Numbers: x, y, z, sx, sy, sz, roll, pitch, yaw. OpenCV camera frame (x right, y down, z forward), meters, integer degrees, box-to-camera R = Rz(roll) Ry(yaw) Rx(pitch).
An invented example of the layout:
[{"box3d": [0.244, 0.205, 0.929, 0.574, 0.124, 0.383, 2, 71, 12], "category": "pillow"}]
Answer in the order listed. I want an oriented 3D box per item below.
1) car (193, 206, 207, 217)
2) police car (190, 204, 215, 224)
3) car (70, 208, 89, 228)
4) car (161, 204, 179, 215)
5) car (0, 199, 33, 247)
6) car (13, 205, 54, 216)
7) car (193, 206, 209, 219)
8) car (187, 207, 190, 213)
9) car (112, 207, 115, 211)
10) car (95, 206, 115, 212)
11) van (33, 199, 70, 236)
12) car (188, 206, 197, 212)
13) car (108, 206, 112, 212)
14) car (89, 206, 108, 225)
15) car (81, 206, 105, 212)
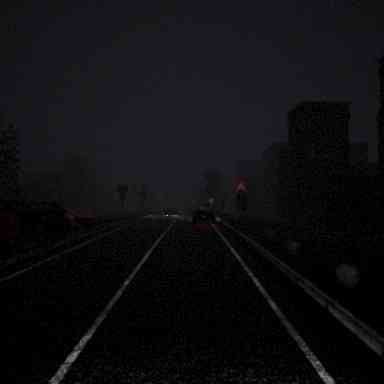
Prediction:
[{"box3d": [1.019, 2.582, 45.042, 1.812, 1.442, 4.674, 0, -3, 0], "category": "car"}, {"box3d": [0.983, 1.849, 29.149, 1.930, 1.638, 5.238, 0, -2, 0], "category": "police car"}, {"box3d": [-9.573, 1.569, 21.865, 4.553, 1.767, 2.185, 0, -2, 0], "category": "car"}, {"box3d": [-3.259, 2.907, 51.635, 1.994, 1.385, 4.181, 0, -3, 0], "category": "car"}, {"box3d": [-9.521, 1.258, 12.640, 5.566, 2.045, 2.435, 0, -1, 0], "category": "car"}, {"box3d": [-21.889, 2.588, 46.150, 4.674, 1.452, 2.002, 0, -2, 0], "category": "car"}, {"box3d": [1.002, 2.322, 39.042, 1.812, 1.442, 4.674, 0, -2, 0], "category": "car"}, {"box3d": [0.112, 3.476, 64.754, 1.994, 1.385, 4.181, 0, -2, 0], "category": "car"}, {"box3d": [-21.793, 4.025, 80.175, 5.008, 1.535, 2.097, 0, -2, 0], "category": "car"}, {"box3d": [-21.771, 4.202, 83.318, 4.674, 1.452, 2.002, 0, -2, 0], "category": "car"}, {"box3d": [-9.644, 1.401, 18.830, 4.442, 1.987, 1.878, 0, -1, 0], "category": "van"}, {"box3d": [0.164, 3.988, 79.758, 2.033, 1.411, 5.357, 0, -2, 0], "category": "car"}, {"box3d": [-21.795, 3.884, 76.904, 4.892, 1.521, 2.231, 0, -2, 0], "category": "car"}, {"box3d": [-9.370, 1.768, 24.780, 5.366, 1.575, 1.946, 0, -2, 0], "category": "car"}, {"box3d": [-21.812, 3.781, 73.630, 4.674, 1.452, 2.002, 0, -2, 0], "category": "car"}]
